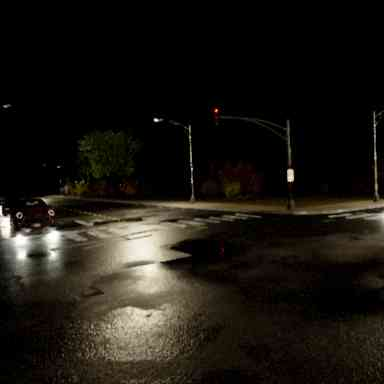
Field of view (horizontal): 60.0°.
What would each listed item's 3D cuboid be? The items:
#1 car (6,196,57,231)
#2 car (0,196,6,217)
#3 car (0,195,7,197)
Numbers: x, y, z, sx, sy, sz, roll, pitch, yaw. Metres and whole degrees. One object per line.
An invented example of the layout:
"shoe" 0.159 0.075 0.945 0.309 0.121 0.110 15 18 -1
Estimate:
"car" -9.470 1.188 19.656 2.097 1.767 4.553 -4 2 -32
"car" -15.716 1.329 29.512 1.812 1.442 4.674 -4 2 -32
"car" -26.263 1.238 46.148 2.128 1.511 4.902 -4 2 -32
